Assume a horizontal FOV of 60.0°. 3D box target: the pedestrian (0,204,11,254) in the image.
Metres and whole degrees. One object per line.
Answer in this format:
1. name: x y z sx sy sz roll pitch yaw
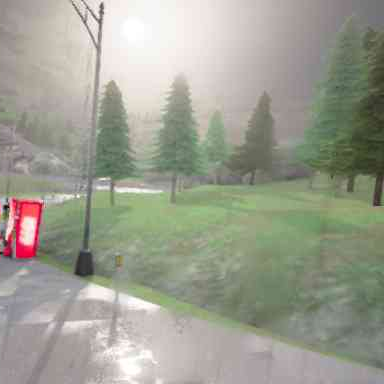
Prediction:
1. pedestrian: -6.917 1.354 12.490 0.375 1.860 0.375 -3 8 -39

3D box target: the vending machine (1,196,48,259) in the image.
1. vending machine: -6.126 1.276 12.169 1.100 2.100 0.880 8 0 -40
